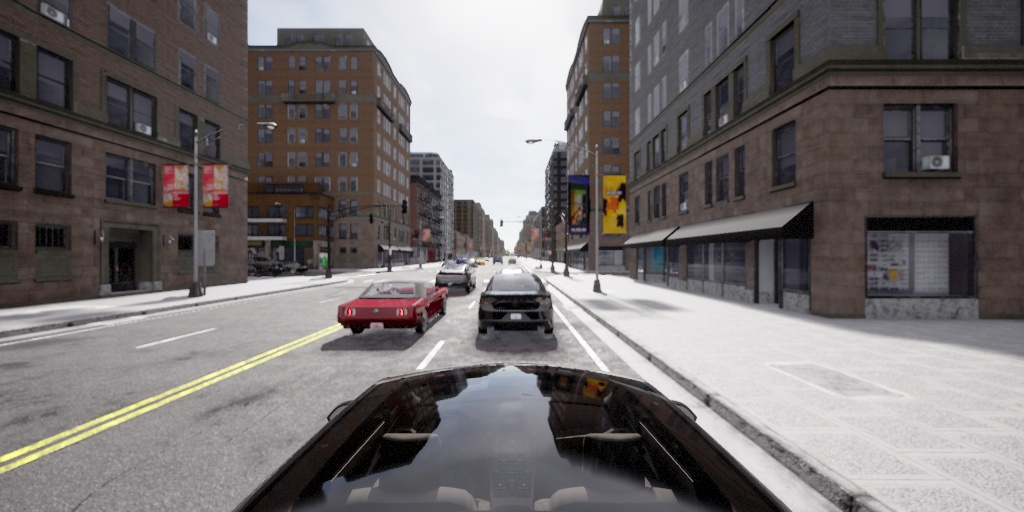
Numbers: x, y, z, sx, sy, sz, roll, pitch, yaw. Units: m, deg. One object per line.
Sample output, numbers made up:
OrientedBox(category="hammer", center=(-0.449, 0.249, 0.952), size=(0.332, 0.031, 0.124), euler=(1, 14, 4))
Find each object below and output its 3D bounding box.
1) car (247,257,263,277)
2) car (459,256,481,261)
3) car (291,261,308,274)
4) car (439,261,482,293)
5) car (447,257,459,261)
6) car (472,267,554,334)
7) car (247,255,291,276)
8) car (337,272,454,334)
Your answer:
OrientedBox(category="car", center=(-25.391, 1.126, 32.314), size=(4.097, 1.591, 1.967), euler=(0, 0, 0))
OrientedBox(category="car", center=(-6.538, 1.155, 56.228), size=(2.128, 1.511, 4.902), euler=(0, 0, 0))
OrientedBox(category="car", center=(-25.343, 1.271, 40.339), size=(4.313, 1.339, 1.948), euler=(0, 0, 0))
OrientedBox(category="car", center=(-3.130, 1.214, 20.507), size=(2.128, 1.511, 4.902), euler=(0, 0, 0))
OrientedBox(category="car", center=(-9.788, 1.228, 56.121), size=(1.994, 1.385, 4.181), euler=(0, 0, 0))
OrientedBox(category="car", center=(0.103, 1.215, 10.596), size=(1.882, 1.535, 5.008), euler=(0, 0, 0))
OrientedBox(category="car", center=(-25.200, 0.913, 34.853), size=(5.566, 2.045, 2.150), euler=(0, 0, 0))
OrientedBox(category="car", center=(-3.142, 1.338, 10.573), size=(1.895, 1.301, 4.718), euler=(0, 0, 0))
